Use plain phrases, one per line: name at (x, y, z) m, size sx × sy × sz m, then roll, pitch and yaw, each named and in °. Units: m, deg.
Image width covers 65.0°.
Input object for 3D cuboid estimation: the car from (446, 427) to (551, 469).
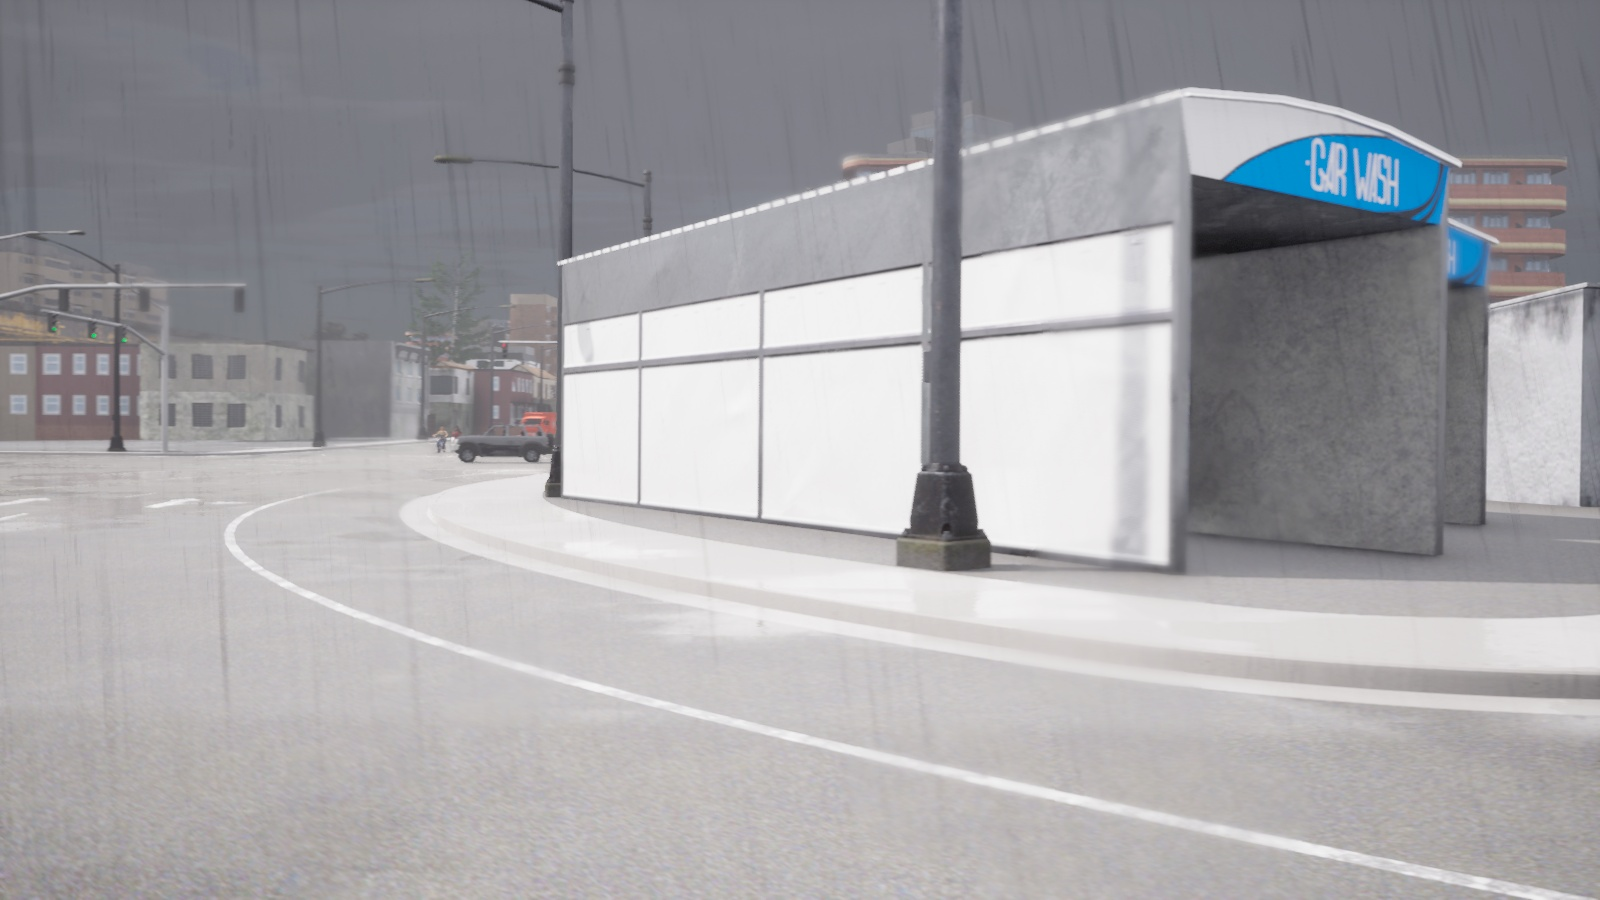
car at (-13.800, -0.094, 57.532) m, size 4.605 × 1.855 × 1.932 m, roll -1°, pitch 1°, yaw -14°
